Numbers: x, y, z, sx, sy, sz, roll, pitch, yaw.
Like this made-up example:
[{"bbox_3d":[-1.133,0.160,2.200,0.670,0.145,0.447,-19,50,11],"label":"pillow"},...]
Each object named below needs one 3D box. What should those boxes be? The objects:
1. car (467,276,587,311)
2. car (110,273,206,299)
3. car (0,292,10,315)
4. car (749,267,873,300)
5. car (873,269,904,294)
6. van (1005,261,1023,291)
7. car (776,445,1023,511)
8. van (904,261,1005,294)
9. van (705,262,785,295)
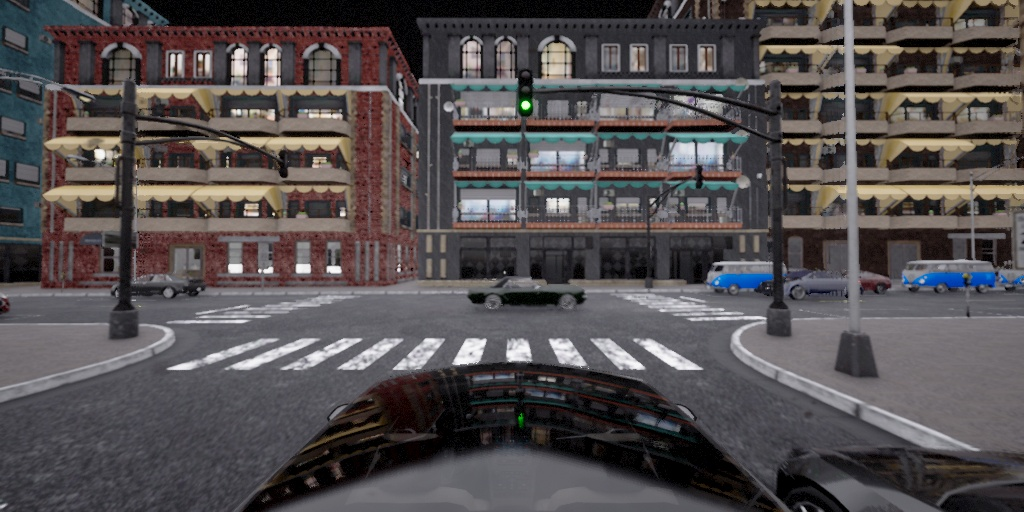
[{"bbox_3d":[0.617,1.490,14.700,4.718,1.301,1.895,0,-1,0],"label":"car"},{"bbox_3d":[-19.692,1.642,20.032,4.403,1.370,2.007,0,0,0],"label":"car"},{"bbox_3d":[-19.651,1.363,11.894,4.097,1.591,1.967,0,0,0],"label":"car"},{"bbox_3d":[14.530,1.387,17.627,4.181,1.385,1.994,0,-1,0],"label":"car"},{"bbox_3d":[18.733,1.430,20.098,4.207,1.307,1.802,0,0,0],"label":"car"},{"bbox_3d":[30.014,1.122,20.155,3.998,1.789,1.690,0,0,0],"label":"van"},{"bbox_3d":[2.565,1.304,0.502,1.948,1.339,4.313,0,0,0],"label":"car"},{"bbox_3d":[24.373,1.155,20.127,3.998,1.789,1.690,0,0,0],"label":"van"},{"bbox_3d":[13.093,1.224,20.069,3.998,1.789,1.690,0,0,0],"label":"van"}]
